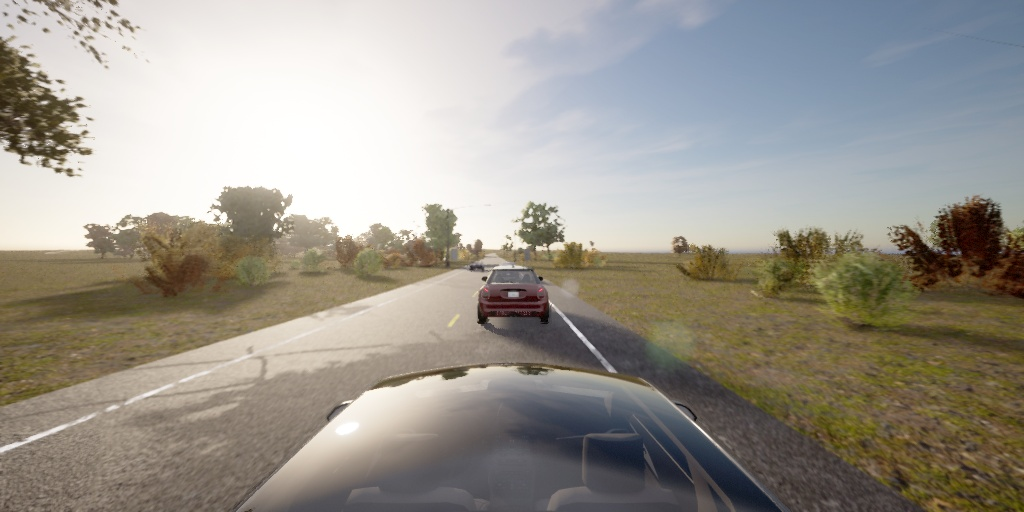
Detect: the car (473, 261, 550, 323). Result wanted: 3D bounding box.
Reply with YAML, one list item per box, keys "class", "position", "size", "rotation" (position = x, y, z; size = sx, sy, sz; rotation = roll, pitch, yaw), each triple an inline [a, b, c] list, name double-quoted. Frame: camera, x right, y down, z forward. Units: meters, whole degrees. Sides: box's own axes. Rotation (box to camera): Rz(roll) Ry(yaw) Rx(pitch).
- class: "car"
  position: [0.023, 1.100, 12.187]
  size: [2.097, 1.767, 4.553]
  rotation: [0, 0, -1]

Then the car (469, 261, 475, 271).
- class: "car"
  position: [-4.589, 1.315, 47.458]
  size: [1.895, 1.301, 4.718]
  rotation: [0, 0, -3]

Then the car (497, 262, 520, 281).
- class: "car"
  position: [-0.368, 1.261, 30.602]
  size: [1.812, 1.442, 4.674]
  rotation: [0, 0, -2]
